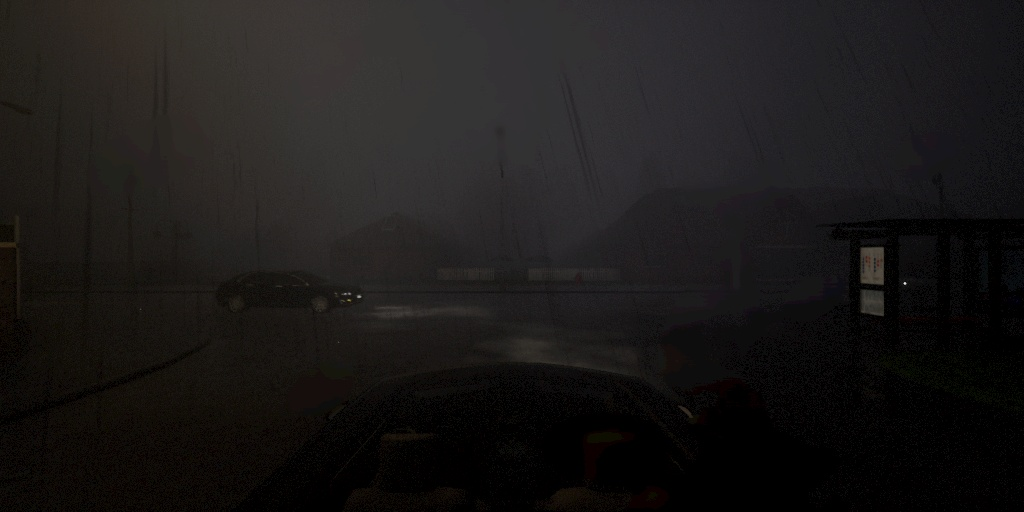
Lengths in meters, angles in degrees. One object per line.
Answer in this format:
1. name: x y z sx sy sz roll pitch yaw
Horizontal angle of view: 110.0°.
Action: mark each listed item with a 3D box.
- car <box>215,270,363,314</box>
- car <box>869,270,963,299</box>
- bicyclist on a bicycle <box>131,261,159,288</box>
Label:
1. car: -8.053 1.255 13.190 4.892 1.490 1.837 0 0 0
2. car: 20.338 1.351 17.314 4.718 1.301 1.895 0 0 0
3. bicyclist on a bicycle: -22.104 1.099 21.627 0.582 1.620 1.656 0 0 0
